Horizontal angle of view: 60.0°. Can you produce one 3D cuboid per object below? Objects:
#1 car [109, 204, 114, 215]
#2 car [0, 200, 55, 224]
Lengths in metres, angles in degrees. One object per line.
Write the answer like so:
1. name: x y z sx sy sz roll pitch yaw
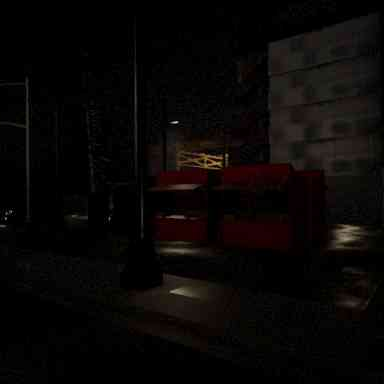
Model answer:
1. car: -7.147 1.663 34.109 1.812 1.442 4.674 -1 -1 36
2. car: -12.861 1.490 26.262 2.097 1.767 4.553 -1 -1 36
